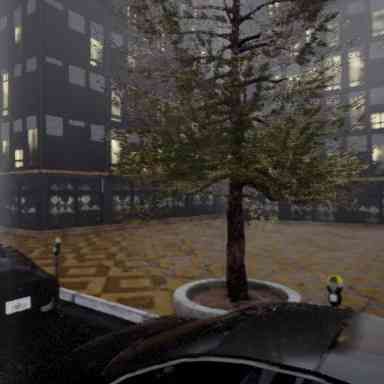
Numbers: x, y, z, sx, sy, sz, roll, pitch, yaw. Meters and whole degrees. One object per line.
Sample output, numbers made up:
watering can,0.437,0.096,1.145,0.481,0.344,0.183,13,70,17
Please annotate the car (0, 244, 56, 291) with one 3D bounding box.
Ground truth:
car,-4.033,1.570,5.715,4.313,1.339,1.947,0,0,36

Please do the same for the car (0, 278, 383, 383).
car,0.599,1.566,2.411,4.313,1.339,1.947,0,0,36
